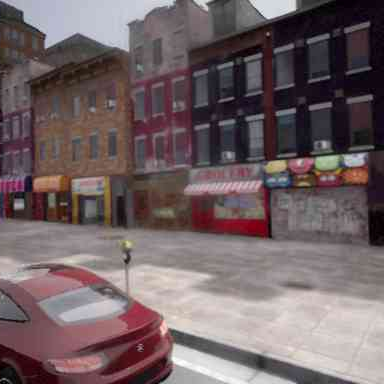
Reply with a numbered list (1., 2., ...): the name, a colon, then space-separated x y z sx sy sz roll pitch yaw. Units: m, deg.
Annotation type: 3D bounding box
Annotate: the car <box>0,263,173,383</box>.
1. car: -2.152 1.628 4.364 4.206 1.307 1.802 -1 -2 36
